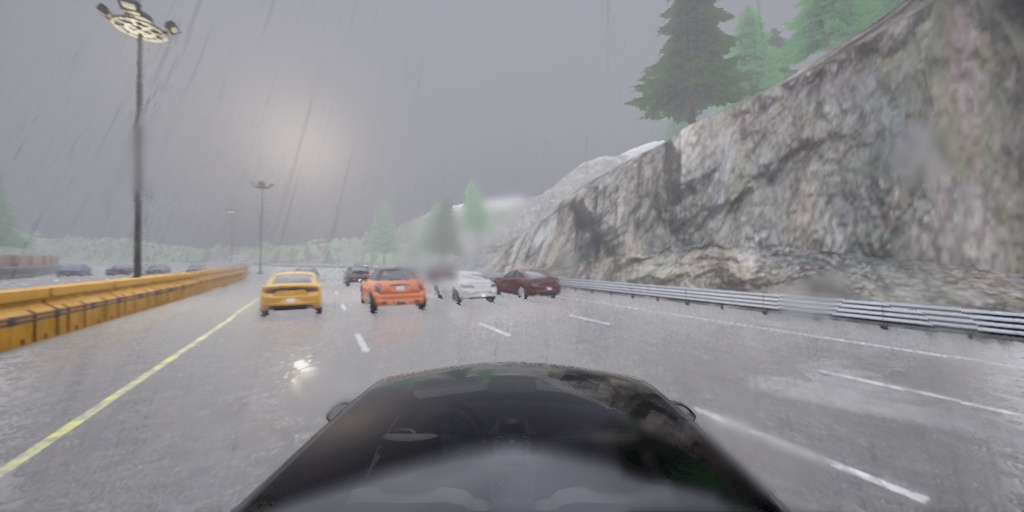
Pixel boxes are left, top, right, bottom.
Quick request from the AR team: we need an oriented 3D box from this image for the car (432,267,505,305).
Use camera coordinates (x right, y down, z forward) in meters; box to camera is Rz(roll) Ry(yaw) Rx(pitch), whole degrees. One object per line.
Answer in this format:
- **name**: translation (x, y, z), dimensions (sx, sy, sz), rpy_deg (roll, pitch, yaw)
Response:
- **car**: translation (-2.284, 1.442, 17.316), dimensions (1.812, 1.442, 4.674), rpy_deg (0, 0, -28)

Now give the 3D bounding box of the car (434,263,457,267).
- **car**: translation (-6.095, 1.420, 31.753), dimensions (2.097, 1.767, 4.553), rpy_deg (0, -1, -28)

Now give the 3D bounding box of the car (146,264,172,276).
- **car**: translation (-44.072, 1.731, 44.902), dimensions (1.994, 1.385, 4.181), rpy_deg (1, -1, -38)

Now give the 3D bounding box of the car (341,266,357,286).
- **car**: translation (-12.306, 1.534, 28.522), dimensions (1.837, 1.490, 4.892), rpy_deg (0, 0, -28)

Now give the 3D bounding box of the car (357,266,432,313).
- **car**: translation (-5.146, 1.242, 15.241), dimensions (2.097, 1.767, 4.553), rpy_deg (0, -1, -28)

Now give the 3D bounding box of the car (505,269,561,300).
- **car**: translation (0.635, 1.419, 19.287), dimensions (1.882, 1.535, 5.008), rpy_deg (0, 0, -28)

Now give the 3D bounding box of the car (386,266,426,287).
- **car**: translation (-8.757, 1.587, 29.320), dimensions (2.033, 1.411, 5.357), rpy_deg (0, -1, -28)

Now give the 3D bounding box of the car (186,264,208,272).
- **car**: translation (-41.507, 1.760, 47.297), dimensions (1.994, 1.385, 4.181), rpy_deg (1, -1, -38)

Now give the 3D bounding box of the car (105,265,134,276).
- **car**: translation (-47.143, 1.747, 43.202), dimensions (1.895, 1.301, 4.718), rpy_deg (1, -1, -38)

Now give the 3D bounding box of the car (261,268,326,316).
- **car**: translation (-8.610, 1.354, 14.309), dimensions (1.882, 1.535, 5.008), rpy_deg (0, 0, -28)

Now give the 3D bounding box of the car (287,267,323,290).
- **car**: translation (-14.909, 1.544, 25.984), dimensions (2.033, 1.411, 5.357), rpy_deg (0, -1, -28)

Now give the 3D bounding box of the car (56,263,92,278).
- **car**: translation (-49.723, 1.594, 40.791), dimensions (1.882, 1.535, 5.008), rpy_deg (1, -1, -38)
